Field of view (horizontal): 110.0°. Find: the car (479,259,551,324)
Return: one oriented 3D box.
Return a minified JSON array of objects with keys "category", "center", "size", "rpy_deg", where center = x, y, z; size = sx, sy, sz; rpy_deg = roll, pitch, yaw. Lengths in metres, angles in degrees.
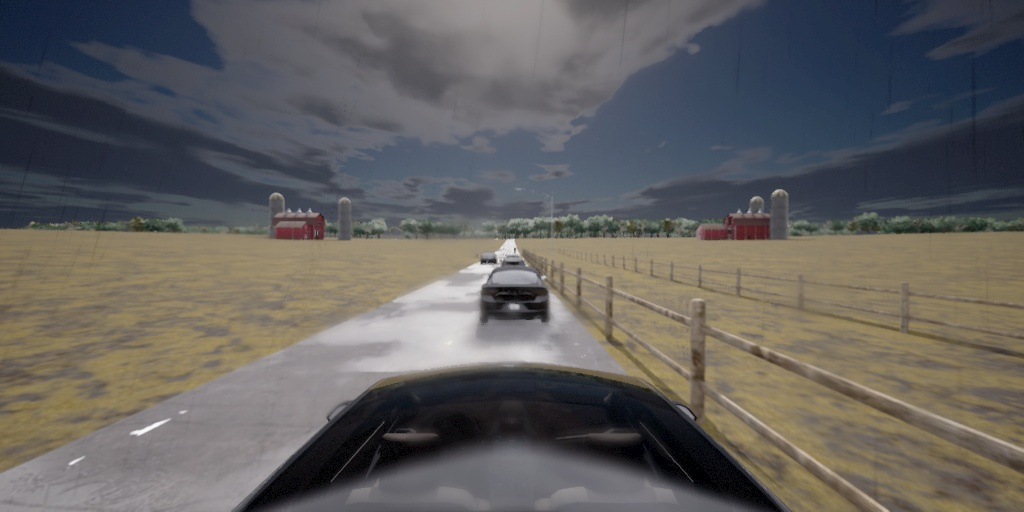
[{"category":"car","center":[0.082,1.032,11.169],"size":[1.882,1.535,5.008],"rpy_deg":[0,1,0]}]

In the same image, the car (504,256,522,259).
[{"category":"car","center":[0.091,0.698,28.327],"size":[1.837,1.490,4.892],"rpy_deg":[0,1,0]}]

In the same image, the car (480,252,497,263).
[{"category":"car","center":[-2.830,0.232,43.776],"size":[1.882,1.535,5.008],"rpy_deg":[0,2,0]}]
